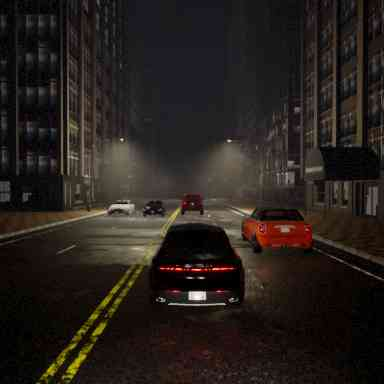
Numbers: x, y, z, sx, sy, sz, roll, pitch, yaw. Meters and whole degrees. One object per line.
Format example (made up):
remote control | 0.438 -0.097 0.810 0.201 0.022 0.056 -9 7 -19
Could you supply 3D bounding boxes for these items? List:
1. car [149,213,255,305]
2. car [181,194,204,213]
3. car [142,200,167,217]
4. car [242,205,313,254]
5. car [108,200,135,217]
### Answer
car | 0.085 1.502 8.033 1.837 1.490 4.892 0 0 0
car | 0.035 1.197 33.684 2.150 2.045 5.566 0 0 0
car | -3.362 1.485 30.626 1.837 1.490 4.892 0 0 0
car | 3.304 1.346 13.717 2.097 1.767 4.553 0 0 1
car | -6.606 1.503 31.617 1.812 1.442 4.674 0 0 0
